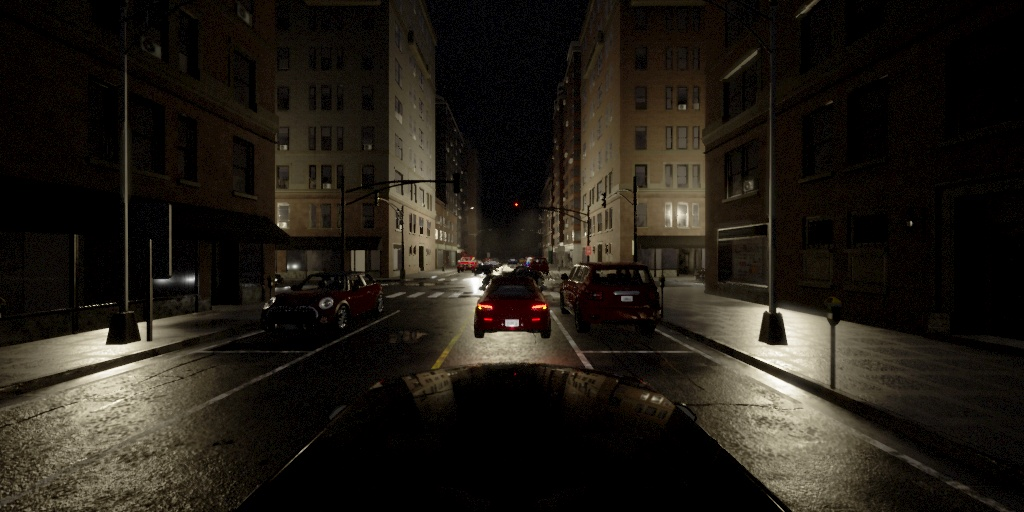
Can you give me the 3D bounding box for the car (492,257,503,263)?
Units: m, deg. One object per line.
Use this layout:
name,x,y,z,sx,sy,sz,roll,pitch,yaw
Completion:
car,-2.730,1.294,55.661,2.033,1.411,5.357,0,0,1

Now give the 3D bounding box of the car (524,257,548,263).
car,2.773,1.063,37.706,2.192,1.841,5.009,0,0,0

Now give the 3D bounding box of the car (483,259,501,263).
car,-2.755,1.348,45.848,1.895,1.301,4.718,0,0,0

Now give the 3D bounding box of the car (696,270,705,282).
car,15.540,1.267,25.708,4.181,1.385,1.994,0,0,0

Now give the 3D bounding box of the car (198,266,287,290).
car,-17.073,1.362,22.907,4.181,1.385,1.994,0,0,0

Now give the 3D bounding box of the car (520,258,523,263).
car,2.794,1.061,54.217,2.192,1.841,5.009,0,0,0

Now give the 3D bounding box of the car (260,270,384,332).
car,-5.371,1.189,10.666,1.967,1.591,4.097,0,0,0

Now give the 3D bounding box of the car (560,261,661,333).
car,2.654,1.064,10.650,2.192,1.841,5.009,0,0,0

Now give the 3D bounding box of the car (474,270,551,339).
car,0.023,1.276,10.006,1.812,1.442,4.674,0,0,1

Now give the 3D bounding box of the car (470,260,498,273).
car,-2.777,1.349,36.624,1.895,1.301,4.718,0,0,0

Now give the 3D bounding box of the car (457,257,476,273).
car,-5.335,1.062,43.225,2.192,1.841,5.009,0,0,0

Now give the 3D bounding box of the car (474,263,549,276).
car,0.090,1.311,22.114,1.994,1.385,4.181,-1,-1,44
